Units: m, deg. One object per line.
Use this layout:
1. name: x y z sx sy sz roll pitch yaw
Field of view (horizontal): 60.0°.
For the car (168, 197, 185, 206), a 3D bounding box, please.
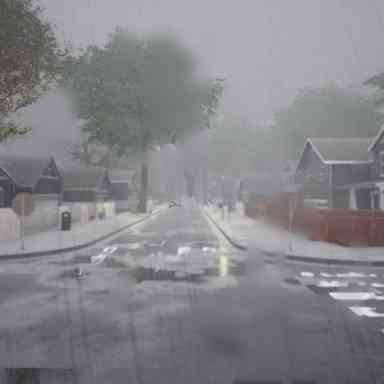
1. car: -2.746 1.779 55.057 2.150 2.045 5.566 0 -1 0
